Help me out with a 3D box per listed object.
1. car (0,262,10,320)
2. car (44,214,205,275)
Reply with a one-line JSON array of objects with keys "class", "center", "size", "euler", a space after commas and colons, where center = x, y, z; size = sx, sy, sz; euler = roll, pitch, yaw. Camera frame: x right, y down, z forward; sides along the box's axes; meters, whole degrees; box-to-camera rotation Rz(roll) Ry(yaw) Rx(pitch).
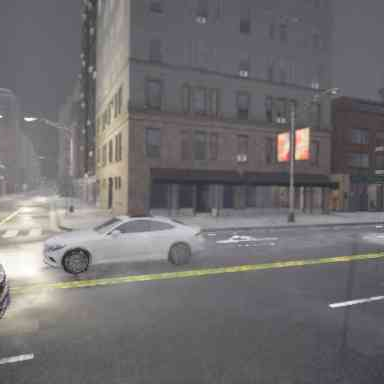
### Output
[{"class": "car", "center": [-5.200, 1.242, 4.752], "size": [4.553, 1.767, 2.097], "euler": [0, 1, -23]}, {"class": "car", "center": [-1.867, 1.403, 9.919], "size": [4.674, 1.442, 1.812], "euler": [0, 1, -23]}]
